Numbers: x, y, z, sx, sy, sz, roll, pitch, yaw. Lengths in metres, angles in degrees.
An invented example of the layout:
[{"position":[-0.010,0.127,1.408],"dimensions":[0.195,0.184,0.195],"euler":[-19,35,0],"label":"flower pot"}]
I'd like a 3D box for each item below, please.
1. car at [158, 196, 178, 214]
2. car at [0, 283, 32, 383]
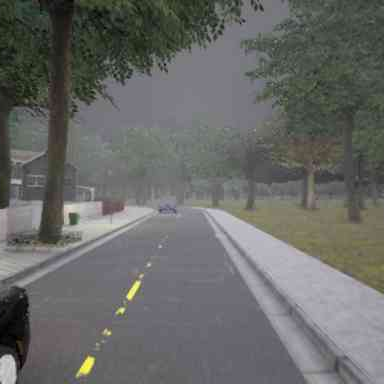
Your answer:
[{"position":[-2.899,1.549,41.196],"dimensions":[2.150,2.045,5.566],"euler":[0,0,-2],"label":"car"},{"position":[-2.841,1.493,1.907],"dimensions":[1.882,1.535,5.008],"euler":[0,-1,0],"label":"car"}]
